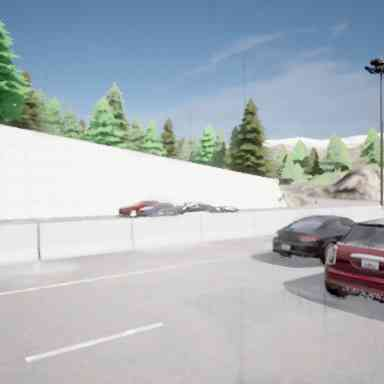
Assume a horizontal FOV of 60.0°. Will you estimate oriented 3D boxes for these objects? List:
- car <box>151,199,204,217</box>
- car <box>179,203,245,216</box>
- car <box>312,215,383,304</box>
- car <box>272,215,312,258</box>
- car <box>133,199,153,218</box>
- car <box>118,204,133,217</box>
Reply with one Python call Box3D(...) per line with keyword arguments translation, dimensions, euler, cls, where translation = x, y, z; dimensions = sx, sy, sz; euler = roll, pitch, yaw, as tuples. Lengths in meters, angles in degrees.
Box3D(translation=(-0.247, 1.473, 25.169), dimensions=(4.902, 1.511, 2.128), euler=(0, 0, -35), cls="car")
Box3D(translation=(1.758, 1.585, 22.300), dimensions=(4.718, 1.301, 1.895), euler=(0, 0, -35), cls="car")
Box3D(translation=(4.967, 1.331, 7.277), dimensions=(4.553, 1.767, 2.097), euler=(0, 0, -35), cls="car")
Box3D(translation=(4.716, 1.500, 11.394), dimensions=(4.674, 1.442, 1.812), euler=(0, 0, -35), cls="car")
Box3D(translation=(-2.405, 1.534, 27.930), dimensions=(4.181, 1.385, 1.994), euler=(0, 0, -35), cls="car")
Box3D(translation=(-4.352, 1.452, 30.840), dimensions=(5.008, 1.535, 1.882), euler=(0, 0, -35), cls="car")
